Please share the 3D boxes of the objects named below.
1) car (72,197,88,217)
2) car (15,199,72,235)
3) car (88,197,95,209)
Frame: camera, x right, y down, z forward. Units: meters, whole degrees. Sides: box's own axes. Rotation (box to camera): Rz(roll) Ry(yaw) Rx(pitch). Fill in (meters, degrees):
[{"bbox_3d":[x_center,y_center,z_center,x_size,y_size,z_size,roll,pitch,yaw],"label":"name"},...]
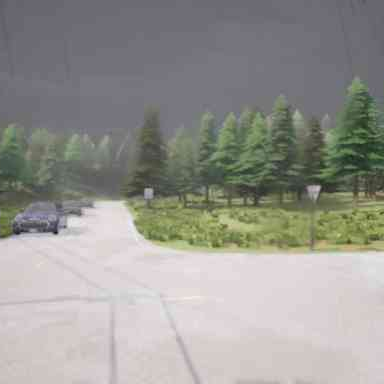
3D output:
[{"bbox_3d":[-10.924,1.463,30.400,1.837,1.490,4.892,1,0,-12],"label":"car"},{"bbox_3d":[-8.214,1.302,18.417,2.097,1.767,4.553,1,0,-13],"label":"car"},{"bbox_3d":[-14.124,1.476,44.616,1.837,1.490,4.892,1,0,-12],"label":"car"}]
